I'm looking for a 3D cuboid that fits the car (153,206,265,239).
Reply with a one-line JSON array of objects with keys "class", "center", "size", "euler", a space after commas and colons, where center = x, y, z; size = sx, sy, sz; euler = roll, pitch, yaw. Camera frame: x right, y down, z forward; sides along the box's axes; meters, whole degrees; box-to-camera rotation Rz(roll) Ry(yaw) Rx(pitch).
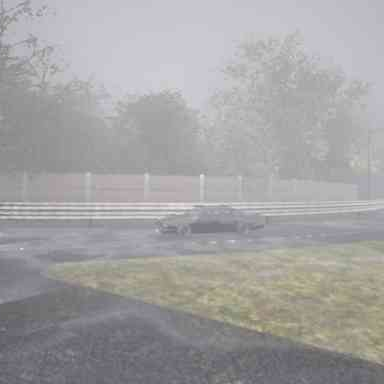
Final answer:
[{"class": "car", "center": [0.880, 1.371, 16.042], "size": [5.357, 1.411, 2.033], "euler": [0, 1, -21]}]
